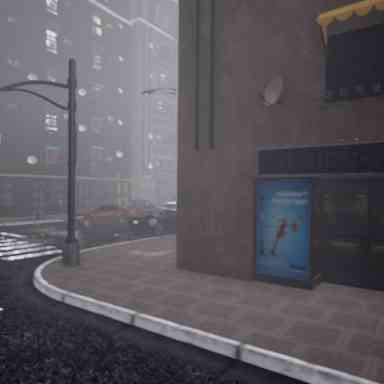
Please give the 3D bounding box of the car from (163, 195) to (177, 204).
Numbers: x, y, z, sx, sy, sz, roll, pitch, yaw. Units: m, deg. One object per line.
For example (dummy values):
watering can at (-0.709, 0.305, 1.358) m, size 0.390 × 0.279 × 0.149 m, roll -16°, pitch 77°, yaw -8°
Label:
car at (-0.482, 1.179, 30.109) m, size 2.150 × 2.045 × 5.566 m, roll 1°, pitch 1°, yaw 35°

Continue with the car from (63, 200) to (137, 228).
car at (-6.171, 1.495, 22.036) m, size 1.812 × 1.442 × 4.674 m, roll 1°, pitch 1°, yaw 35°

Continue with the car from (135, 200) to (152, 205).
car at (-4.951, 1.372, 28.043) m, size 1.967 × 1.590 × 4.097 m, roll 1°, pitch 1°, yaw 35°

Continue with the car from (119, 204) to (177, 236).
car at (-1.728, 1.604, 18.939) m, size 1.947 × 1.339 × 4.313 m, roll 1°, pitch 1°, yaw 35°
